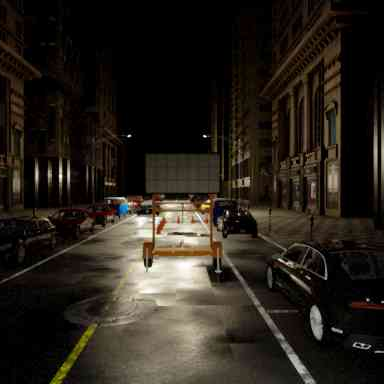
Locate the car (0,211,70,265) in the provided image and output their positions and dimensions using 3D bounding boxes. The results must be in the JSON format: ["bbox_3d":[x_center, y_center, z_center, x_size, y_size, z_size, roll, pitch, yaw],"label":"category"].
[{"bbox_3d":[-6.090,1.553,11.515,2.008,1.369,4.403,0,0,-2],"label":"car"}]

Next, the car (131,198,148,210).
[{"bbox_3d":[-7.062,1.541,45.035,1.752,1.417,4.829,0,0,-2],"label":"car"}]

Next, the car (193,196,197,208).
[{"bbox_3d":[1.454,1.598,45.465,1.802,1.307,4.206,0,0,-2],"label":"car"}]

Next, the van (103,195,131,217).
[{"bbox_3d":[-6.578,1.350,28.357,1.690,1.788,3.998,0,0,-2],"label":"van"}]

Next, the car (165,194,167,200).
[{"bbox_3d":[-8.208,1.616,84.517,1.947,1.339,4.313,0,0,-2],"label":"car"}]

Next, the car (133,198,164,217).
[{"bbox_3d":[-3.996,1.574,31.222,1.994,1.385,4.181,0,0,-2],"label":"car"}]

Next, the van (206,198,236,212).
[{"bbox_3d":[2.106,1.347,22.999,1.690,1.788,3.998,0,0,-2],"label":"van"}]

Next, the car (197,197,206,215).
[{"bbox_3d":[1.775,1.537,34.402,1.752,1.417,4.829,0,0,-2],"label":"car"}]

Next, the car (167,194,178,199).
[{"bbox_3d":[-5.619,1.349,90.552,1.882,1.535,5.008,0,0,-2],"label":"car"}]

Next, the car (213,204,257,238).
[{"bbox_3d":[2.268,1.555,17.383,2.008,1.369,4.403,0,0,-2],"label":"car"}]

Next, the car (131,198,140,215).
[{"bbox_3d":[-6.741,1.562,33.973,2.008,1.369,4.403,0,0,-2],"label":"car"}]

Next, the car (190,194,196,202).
[{"bbox_3d":[1.123,1.548,56.868,1.752,1.417,4.829,0,0,-2],"label":"car"}]

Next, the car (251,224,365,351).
[{"bbox_3d":[2.594,1.552,6.150,2.008,1.369,4.403,0,0,-2],"label":"car"}]

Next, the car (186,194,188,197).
[{"bbox_3d":[0.151,1.371,90.396,2.192,1.841,5.009,0,0,-2],"label":"car"}]

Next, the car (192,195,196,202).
[{"bbox_3d":[1.291,1.601,51.081,1.802,1.307,4.206,0,0,-2],"label":"car"}]

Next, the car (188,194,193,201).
[{"bbox_3d":[0.802,1.599,67.931,1.947,1.339,4.313,0,0,-2],"label":"car"}]

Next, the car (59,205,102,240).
[{"bbox_3d":[-6.253,1.549,17.125,1.887,1.381,4.507,0,0,-2],"label":"car"}]

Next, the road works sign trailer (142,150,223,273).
[{"bbox_3d":[-0.301,0.466,10.673,2.380,3.560,2.880,0,0,-2],"label":"road works sign trailer"}]

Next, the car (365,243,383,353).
[{"bbox_3d":[2.757,1.315,0.534,2.192,1.841,5.009,0,0,-2],"label":"car"}]

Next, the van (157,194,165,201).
[{"bbox_3d":[-8.370,1.397,90.133,1.690,1.788,3.998,0,0,-2],"label":"van"}]

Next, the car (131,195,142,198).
[{"bbox_3d":[-6.904,1.329,39.589,2.192,1.841,5.009,0,0,-2],"label":"car"}]

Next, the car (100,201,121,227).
[{"bbox_3d":[-6.416,1.551,22.741,1.887,1.381,4.507,0,0,-2],"label":"car"}]

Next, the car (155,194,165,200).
[{"bbox_3d":[-8.045,1.627,78.901,1.802,1.307,4.206,0,0,-2],"label":"car"}]
